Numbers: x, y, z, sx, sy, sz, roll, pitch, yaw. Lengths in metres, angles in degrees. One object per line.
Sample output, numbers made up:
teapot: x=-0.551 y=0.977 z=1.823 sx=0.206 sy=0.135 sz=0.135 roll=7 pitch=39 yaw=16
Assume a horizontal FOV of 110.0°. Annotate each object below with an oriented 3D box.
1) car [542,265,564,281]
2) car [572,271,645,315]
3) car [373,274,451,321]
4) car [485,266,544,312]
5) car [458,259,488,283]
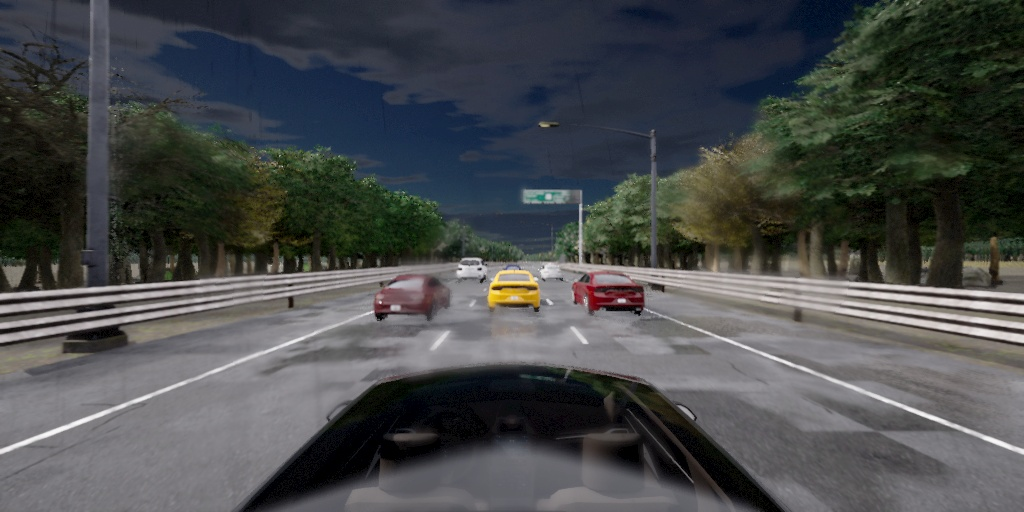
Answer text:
car: x=3.601 y=1.573 z=33.468 sx=1.812 sy=1.442 sz=4.674 roll=0 pitch=-1 yaw=0
car: x=3.595 y=1.340 z=14.178 sx=1.882 sy=1.535 sz=5.008 roll=0 pitch=-1 yaw=0
car: x=-3.401 y=1.375 z=12.849 sx=1.812 sy=1.442 sz=4.674 roll=0 pitch=0 yaw=0
car: x=0.094 y=1.348 z=15.038 sx=1.882 sy=1.535 sz=5.008 roll=0 pitch=-1 yaw=0
car: x=-3.399 y=1.249 z=31.534 sx=2.150 sy=2.045 sz=5.566 roll=0 pitch=-1 yaw=0
